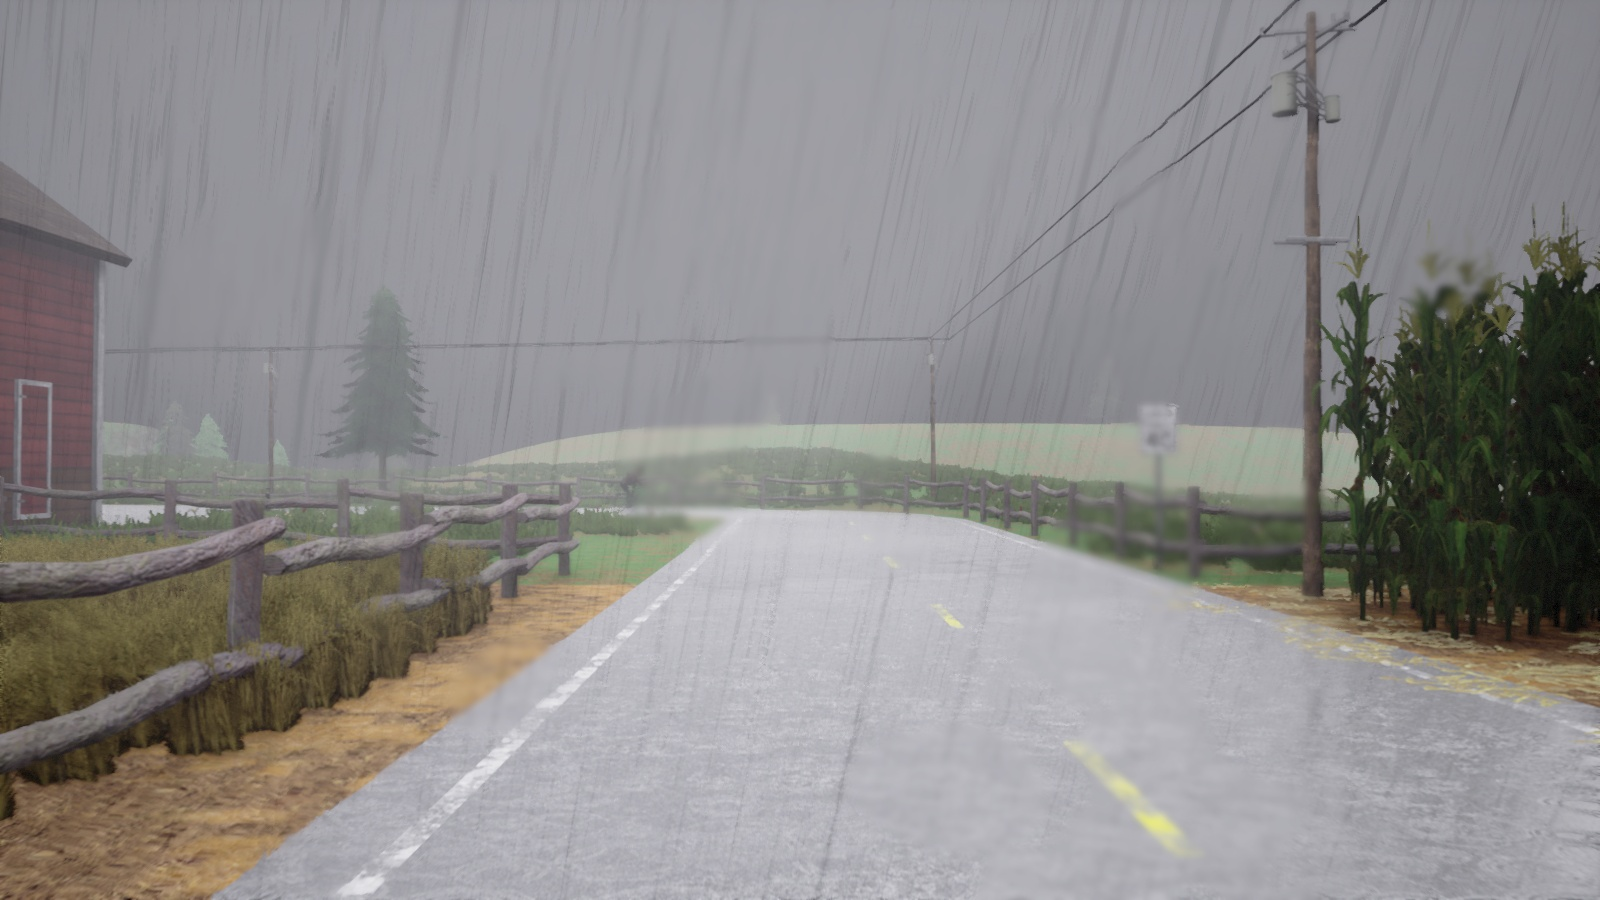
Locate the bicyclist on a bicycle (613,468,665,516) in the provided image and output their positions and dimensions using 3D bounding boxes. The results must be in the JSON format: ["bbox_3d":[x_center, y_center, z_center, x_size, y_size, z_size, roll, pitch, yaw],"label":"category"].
[{"bbox_3d":[-5.483,1.424,42.805,1.656,1.620,0.582,0,0,8],"label":"bicyclist on a bicycle"}]
